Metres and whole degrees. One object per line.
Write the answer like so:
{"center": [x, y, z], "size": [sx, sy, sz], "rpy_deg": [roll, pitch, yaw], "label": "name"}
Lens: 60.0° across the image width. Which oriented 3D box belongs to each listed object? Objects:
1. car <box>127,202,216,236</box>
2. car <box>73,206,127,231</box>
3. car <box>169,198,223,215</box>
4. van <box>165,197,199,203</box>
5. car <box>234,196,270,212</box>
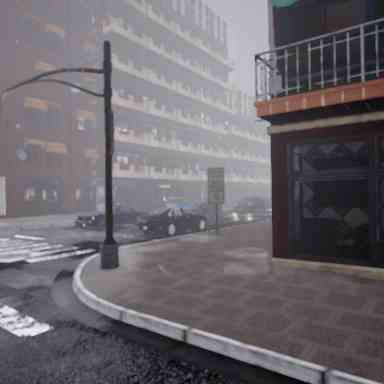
{"center": [-0.885, 1.415, 17.089], "size": [2.008, 1.369, 4.403], "rpy_deg": [-1, -1, 36], "label": "car"}
{"center": [-4.935, 1.566, 20.731], "size": [1.895, 1.301, 4.718], "rpy_deg": [-1, -1, 33], "label": "car"}
{"center": [0.701, 1.491, 28.590], "size": [2.033, 1.411, 5.357], "rpy_deg": [-1, -1, 35], "label": "car"}
{"center": [-0.796, 1.330, 30.734], "size": [1.690, 1.788, 3.998], "rpy_deg": [-1, -1, 36], "label": "van"}
{"center": [6.384, 1.276, 36.522], "size": [2.097, 1.767, 4.553], "rpy_deg": [-1, -1, 35], "label": "car"}
